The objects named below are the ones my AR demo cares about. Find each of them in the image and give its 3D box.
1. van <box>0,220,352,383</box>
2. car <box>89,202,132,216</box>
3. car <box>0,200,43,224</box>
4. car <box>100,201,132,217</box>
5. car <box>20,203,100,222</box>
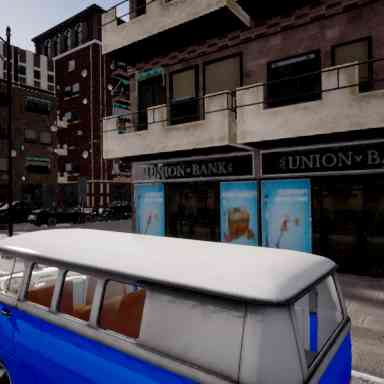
[{"bbox_3d":[-0.578,1.342,3.263,3.998,1.788,1.690,0,-1,35],"label":"van"},{"bbox_3d":[-8.869,1.798,36.456,1.947,1.339,4.313,-2,-1,36],"label":"car"},{"bbox_3d":[-13.468,1.474,25.759,2.097,1.767,4.553,-1,-1,36],"label":"car"},{"bbox_3d":[-7.389,1.671,34.087,2.128,1.511,4.902,-1,-1,36],"label":"car"},{"bbox_3d":[-8.745,1.583,22.405,1.947,1.339,4.313,-2,-1,36],"label":"car"}]
